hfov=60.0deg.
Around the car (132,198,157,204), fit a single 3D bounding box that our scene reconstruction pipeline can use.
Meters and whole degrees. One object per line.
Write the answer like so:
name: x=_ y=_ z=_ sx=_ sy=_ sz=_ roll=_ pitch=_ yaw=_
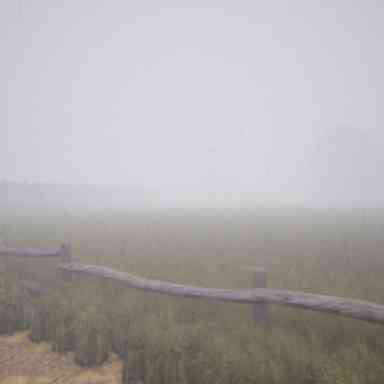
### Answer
car: x=-7.913 y=1.837 z=56.024 sx=1.882 sy=1.535 sz=5.008 roll=-1 pitch=-1 yaw=36
